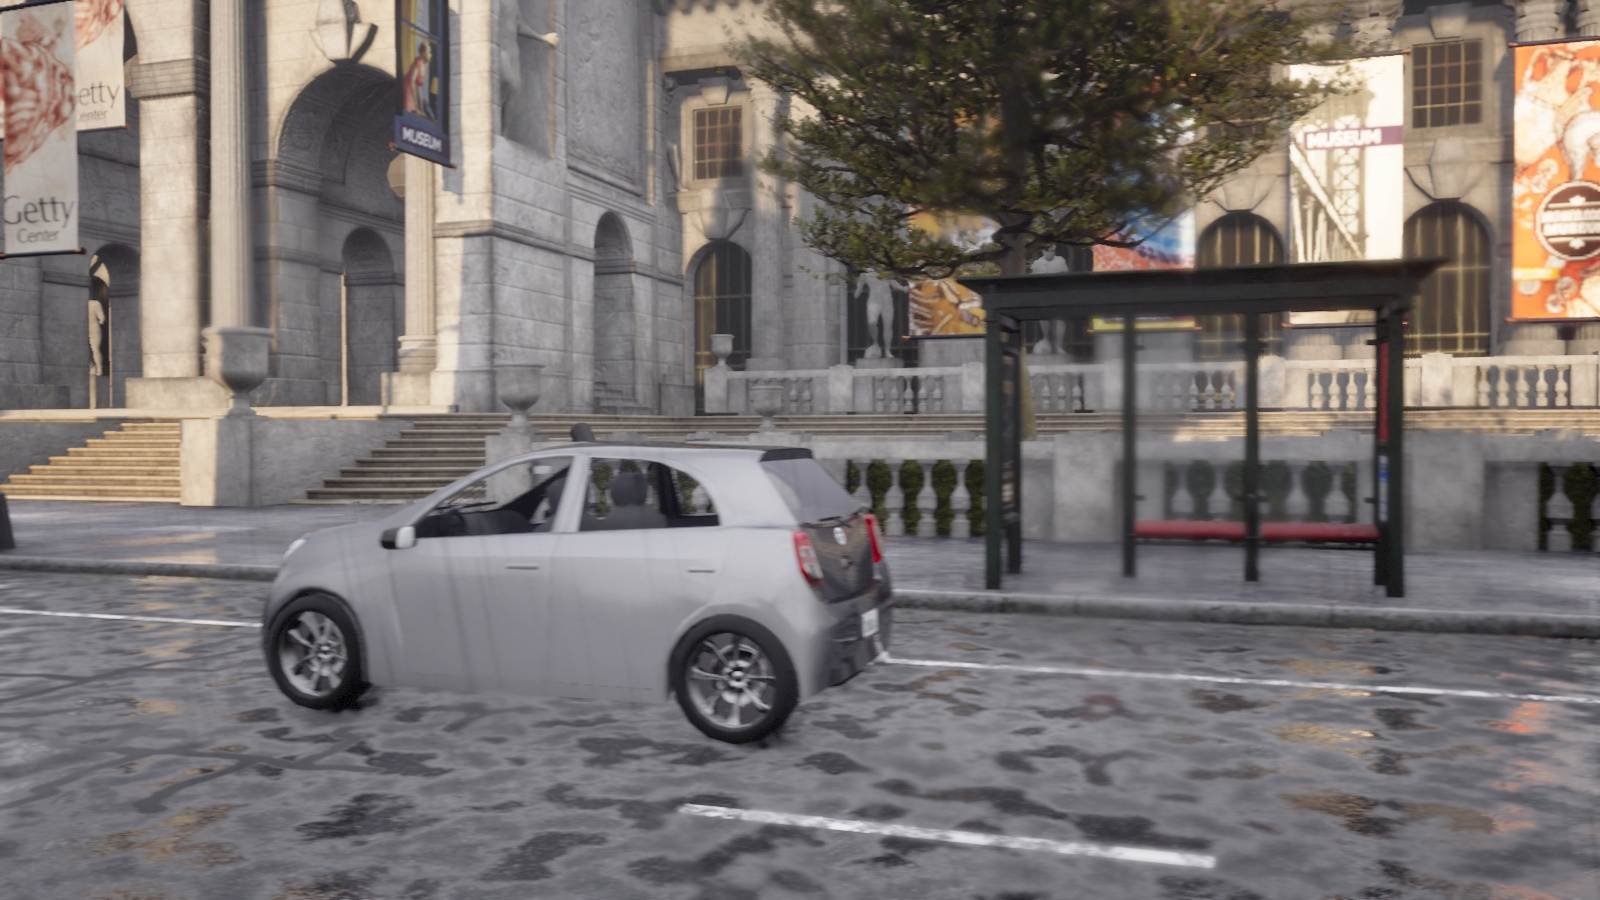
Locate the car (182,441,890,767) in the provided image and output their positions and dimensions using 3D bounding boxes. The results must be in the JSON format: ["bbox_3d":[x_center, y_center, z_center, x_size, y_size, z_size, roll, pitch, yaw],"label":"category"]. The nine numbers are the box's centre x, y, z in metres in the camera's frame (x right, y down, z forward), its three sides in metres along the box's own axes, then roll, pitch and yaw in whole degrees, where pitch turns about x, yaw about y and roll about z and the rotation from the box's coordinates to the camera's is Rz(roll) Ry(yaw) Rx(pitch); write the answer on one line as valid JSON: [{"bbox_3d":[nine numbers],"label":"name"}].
[{"bbox_3d":[-1.468,0.717,7.380,3.633,1.501,1.845,1,1,19],"label":"car"}]
